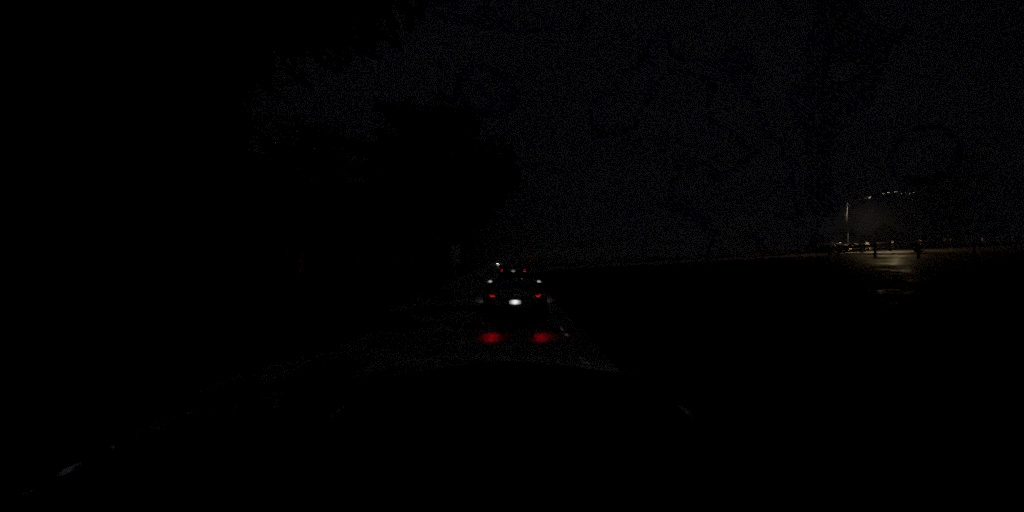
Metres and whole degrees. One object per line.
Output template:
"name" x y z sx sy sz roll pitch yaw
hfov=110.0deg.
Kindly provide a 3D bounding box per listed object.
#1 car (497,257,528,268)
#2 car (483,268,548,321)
"car" 0.083 1.052 26.381 2.097 1.767 4.553 0 0 0
"car" 0.091 1.287 12.264 1.994 1.385 4.181 0 0 0
